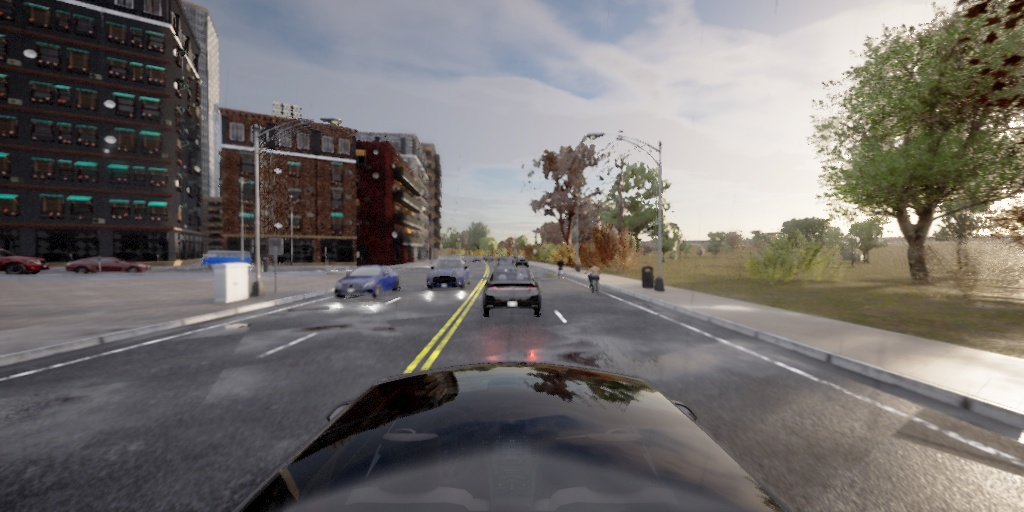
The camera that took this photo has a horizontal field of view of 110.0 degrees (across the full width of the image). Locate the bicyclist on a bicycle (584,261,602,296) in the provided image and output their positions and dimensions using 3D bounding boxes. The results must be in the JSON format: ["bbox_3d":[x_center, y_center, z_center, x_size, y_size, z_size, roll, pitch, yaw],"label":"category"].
[{"bbox_3d":[3.959,1.064,17.324,0.866,1.612,1.509,0,0,-2],"label":"bicyclist on a bicycle"}]

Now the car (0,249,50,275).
[{"bbox_3d":[-33.927,0.364,23.089,5.009,1.841,2.192,0,0,-32],"label":"car"}]

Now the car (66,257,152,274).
[{"bbox_3d":[-29.131,0.692,26.041,4.207,1.307,1.802,0,0,-32],"label":"car"}]

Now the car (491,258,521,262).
[{"bbox_3d":[-0.574,1.089,30.740,1.994,1.385,4.181,0,0,-2],"label":"car"}]

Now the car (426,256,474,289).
[{"bbox_3d":[-3.639,0.953,21.248,2.097,1.767,4.553,0,1,-1],"label":"car"}]

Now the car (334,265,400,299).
[{"bbox_3d":[-6.794,1.160,17.355,1.812,1.442,4.674,0,0,-1],"label":"car"}]

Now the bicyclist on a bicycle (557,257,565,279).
[{"bbox_3d":[3.630,0.922,26.945,0.659,1.776,1.843,0,1,-2],"label":"bicyclist on a bicycle"}]

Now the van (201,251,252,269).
[{"bbox_3d":[-28.639,0.395,36.184,3.998,1.789,1.690,0,0,-32],"label":"van"}]

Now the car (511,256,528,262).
[{"bbox_3d":[1.327,0.845,53.331,1.837,1.490,4.892,0,1,-4],"label":"car"}]

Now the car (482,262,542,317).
[{"bbox_3d":[-0.027,1.157,12.831,2.128,1.511,4.902,0,0,-1],"label":"car"}]
